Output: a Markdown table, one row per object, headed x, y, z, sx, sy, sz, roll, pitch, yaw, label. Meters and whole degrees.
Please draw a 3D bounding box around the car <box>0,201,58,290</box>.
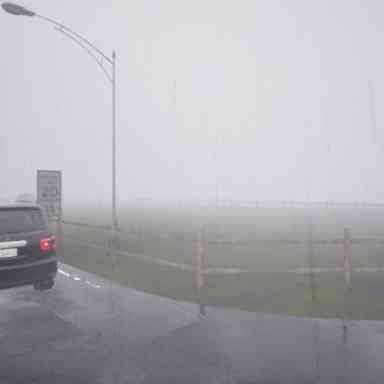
| x | y | z | sx | sy | sz | roll | pitch | yaw | label |
| --- | --- | --- | --- | --- | --- | --- | --- | --- | --- |
| -5.144 | 1.235 | 8.320 | 2.150 | 2.045 | 5.566 | 0 | 0 | -39 | car |
